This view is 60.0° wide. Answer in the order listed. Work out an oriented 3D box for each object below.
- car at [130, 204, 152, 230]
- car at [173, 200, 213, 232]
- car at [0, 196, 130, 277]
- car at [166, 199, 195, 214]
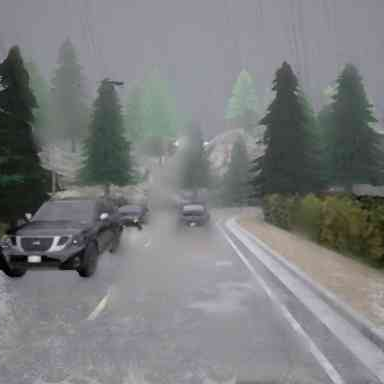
[{"bbox_3d":[-3.683,1.460,20.775,2.033,1.411,5.357,0,0,1],"label":"car"},{"bbox_3d":[0.122,1.424,19.507,1.837,1.490,4.892,0,0,1],"label":"car"},{"bbox_3d":[-3.639,1.178,10.418,2.150,2.045,5.566,0,0,0],"label":"car"},{"bbox_3d":[-0.540,1.408,33.451,2.033,1.411,5.357,0,0,28],"label":"car"}]
